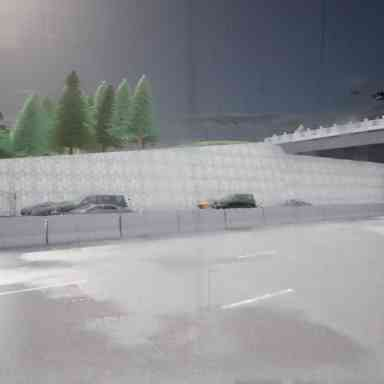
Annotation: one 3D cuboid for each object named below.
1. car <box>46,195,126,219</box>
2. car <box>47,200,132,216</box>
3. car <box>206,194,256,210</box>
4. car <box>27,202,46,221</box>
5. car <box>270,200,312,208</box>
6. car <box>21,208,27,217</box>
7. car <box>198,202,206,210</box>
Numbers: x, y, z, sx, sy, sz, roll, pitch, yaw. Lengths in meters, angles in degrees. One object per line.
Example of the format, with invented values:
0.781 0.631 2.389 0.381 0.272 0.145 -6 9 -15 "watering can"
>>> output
-7.378 1.222 24.501 5.566 2.045 2.150 0 0 -35 "car"
-6.153 1.491 21.077 4.902 1.511 2.128 0 0 -35 "car"
4.747 1.222 37.387 5.566 2.045 2.150 0 0 -35 "car"
-10.239 1.505 26.761 4.892 1.490 1.837 0 0 -35 "car"
9.619 1.493 32.265 4.902 1.511 2.128 0 0 -35 "car"
-12.727 1.564 29.288 4.181 1.385 1.994 0 0 -35 "car"
2.967 1.477 40.411 5.008 1.535 1.882 0 0 -35 "car"
